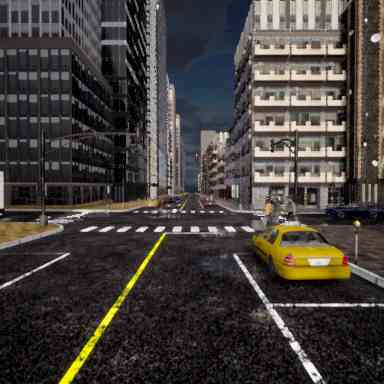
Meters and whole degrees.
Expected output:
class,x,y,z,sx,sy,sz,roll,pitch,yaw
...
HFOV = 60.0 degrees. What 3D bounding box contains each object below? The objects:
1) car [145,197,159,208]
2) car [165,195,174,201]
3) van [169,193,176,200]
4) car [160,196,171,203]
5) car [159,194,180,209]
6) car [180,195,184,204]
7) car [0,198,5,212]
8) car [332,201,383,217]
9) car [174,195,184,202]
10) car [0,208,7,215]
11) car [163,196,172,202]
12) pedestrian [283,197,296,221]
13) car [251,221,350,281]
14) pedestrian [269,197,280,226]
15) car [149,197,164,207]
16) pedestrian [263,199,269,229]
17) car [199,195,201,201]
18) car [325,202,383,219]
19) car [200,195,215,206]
class,x,y,z,sx,sy,sz,roll,pitch,yaw
car,-5.613,1.511,47.329,1.752,1.417,4.829,-1,0,0
car,-5.548,1.523,81.426,1.887,1.381,4.507,-1,0,0
van,-5.529,1.318,92.736,1.690,1.788,3.998,-1,0,0
car,-5.569,1.526,70.117,1.887,1.381,4.507,-1,0,0
car,-3.003,1.488,45.859,1.837,1.490,4.892,0,1,0
car,-2.955,1.508,60.303,1.812,1.442,4.674,0,0,0
car,-21.598,1.273,33.205,4.829,1.417,1.752,0,0,1
car,16.376,1.621,32.636,4.403,1.369,2.008,0,1,1
car,-2.855,1.498,75.881,2.033,1.411,5.357,0,0,0
car,-18.277,1.420,27.392,5.357,1.411,2.033,1,1,1
car,-5.558,1.562,75.771,1.802,1.307,4.206,-1,0,0
pedestrian,5.450,1.136,18.444,0.375,1.860,0.375,-1,1,0
car,2.825,1.522,9.698,1.752,1.417,4.829,-1,0,0
pedestrian,4.526,1.130,17.846,0.375,1.860,0.375,-1,1,0
car,-5.601,1.550,53.153,1.947,1.339,4.313,-1,0,0
pedestrian,4.432,1.288,19.048,0.375,1.860,0.375,-1,1,0
car,2.841,1.418,87.065,1.967,1.590,4.097,-1,0,0
car,14.608,1.700,30.061,4.718,1.301,1.895,0,1,1
car,2.778,1.535,53.138,2.008,1.369,4.403,-1,0,0
